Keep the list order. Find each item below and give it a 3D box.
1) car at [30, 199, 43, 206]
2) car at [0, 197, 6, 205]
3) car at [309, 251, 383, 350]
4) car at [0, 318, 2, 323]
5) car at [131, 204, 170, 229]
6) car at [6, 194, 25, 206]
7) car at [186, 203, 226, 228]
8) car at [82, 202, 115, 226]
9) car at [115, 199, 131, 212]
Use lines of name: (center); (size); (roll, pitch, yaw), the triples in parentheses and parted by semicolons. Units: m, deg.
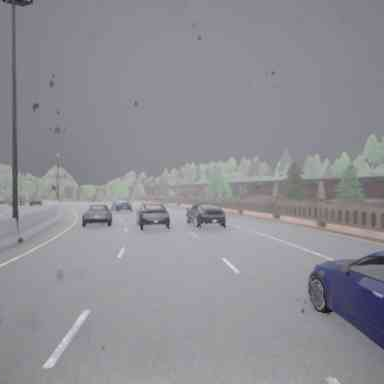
car: (-26.909, 1.782, 57.598); (1.895, 1.301, 4.718); (0, 0, -21)
car: (-38.067, 1.740, 66.662); (1.882, 1.535, 5.008); (0, 0, -22)
car: (3.287, 1.510, 4.665); (1.812, 1.442, 4.674); (0, 0, -3)
car: (-3.538, 1.563, 2.196); (2.033, 1.411, 5.357); (0, 0, -2)
car: (-2.604, 1.500, 21.633); (2.128, 1.511, 4.902); (0, 0, -13)
car: (-32.070, 1.446, 61.107); (2.150, 2.045, 5.566); (0, 0, -22)
car: (0.833, 1.492, 22.249); (1.837, 1.490, 4.892); (0, 0, -13)
car: (-6.776, 1.600, 23.995); (1.994, 1.385, 4.181); (0, 0, -14)
car: (-8.393, 1.566, 39.815); (1.812, 1.442, 4.674); (0, 0, -21)
